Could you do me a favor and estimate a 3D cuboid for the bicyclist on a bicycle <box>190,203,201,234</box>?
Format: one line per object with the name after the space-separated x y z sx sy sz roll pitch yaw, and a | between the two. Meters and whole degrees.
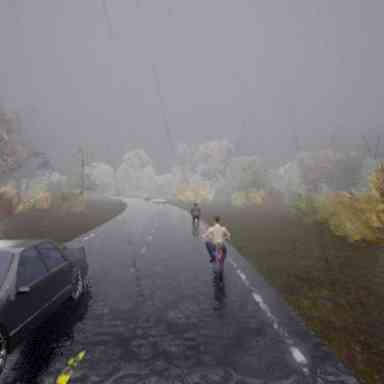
0.203 1.401 16.985 0.582 1.620 1.656 0 0 -4 | bicyclist on a bicycle

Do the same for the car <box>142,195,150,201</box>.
-9.793 1.376 73.183 1.895 1.301 4.718 0 0 -16 | car

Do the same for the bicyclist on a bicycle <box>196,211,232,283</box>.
0.646 1.408 8.627 0.866 1.612 1.509 -1 0 -2 | bicyclist on a bicycle

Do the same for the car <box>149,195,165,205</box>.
-5.622 1.438 55.632 1.895 1.301 4.718 0 0 -11 | car

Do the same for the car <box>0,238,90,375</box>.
-3.205 1.534 5.439 2.033 1.411 5.357 0 0 -1 | car
